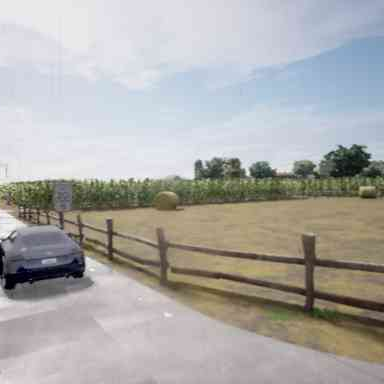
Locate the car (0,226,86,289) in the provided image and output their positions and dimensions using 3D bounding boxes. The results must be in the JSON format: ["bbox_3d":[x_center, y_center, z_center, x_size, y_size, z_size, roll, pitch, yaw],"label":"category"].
[{"bbox_3d":[-4.614,1.716,9.919,1.994,1.385,4.181,-2,0,-33],"label":"car"}]
